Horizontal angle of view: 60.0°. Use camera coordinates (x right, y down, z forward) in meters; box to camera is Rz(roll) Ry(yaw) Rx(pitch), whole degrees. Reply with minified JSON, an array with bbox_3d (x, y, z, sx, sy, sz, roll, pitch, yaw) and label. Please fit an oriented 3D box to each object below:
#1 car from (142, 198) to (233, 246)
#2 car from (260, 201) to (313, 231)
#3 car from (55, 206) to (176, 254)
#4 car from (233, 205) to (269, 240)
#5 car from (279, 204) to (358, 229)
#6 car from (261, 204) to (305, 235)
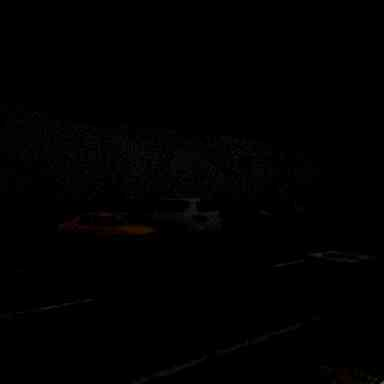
[{"bbox_3d":[-1.216,1.289,15.722,5.566,2.045,2.435,-1,-1,35],"label":"car"},{"bbox_3d":[6.124,1.426,20.951,4.553,1.767,2.185,-1,-1,35],"label":"car"},{"bbox_3d":[-3.486,1.521,13.860,5.366,1.575,1.946,-1,-1,35],"label":"car"},{"bbox_3d":[1.228,1.578,17.458,4.792,1.488,2.163,-1,-1,35],"label":"car"},{"bbox_3d":[8.594,1.587,22.673,4.674,1.452,2.002,-1,-1,35],"label":"car"},{"bbox_3d":[3.706,1.596,19.193,4.674,1.452,2.002,-1,-1,35],"label":"car"}]
